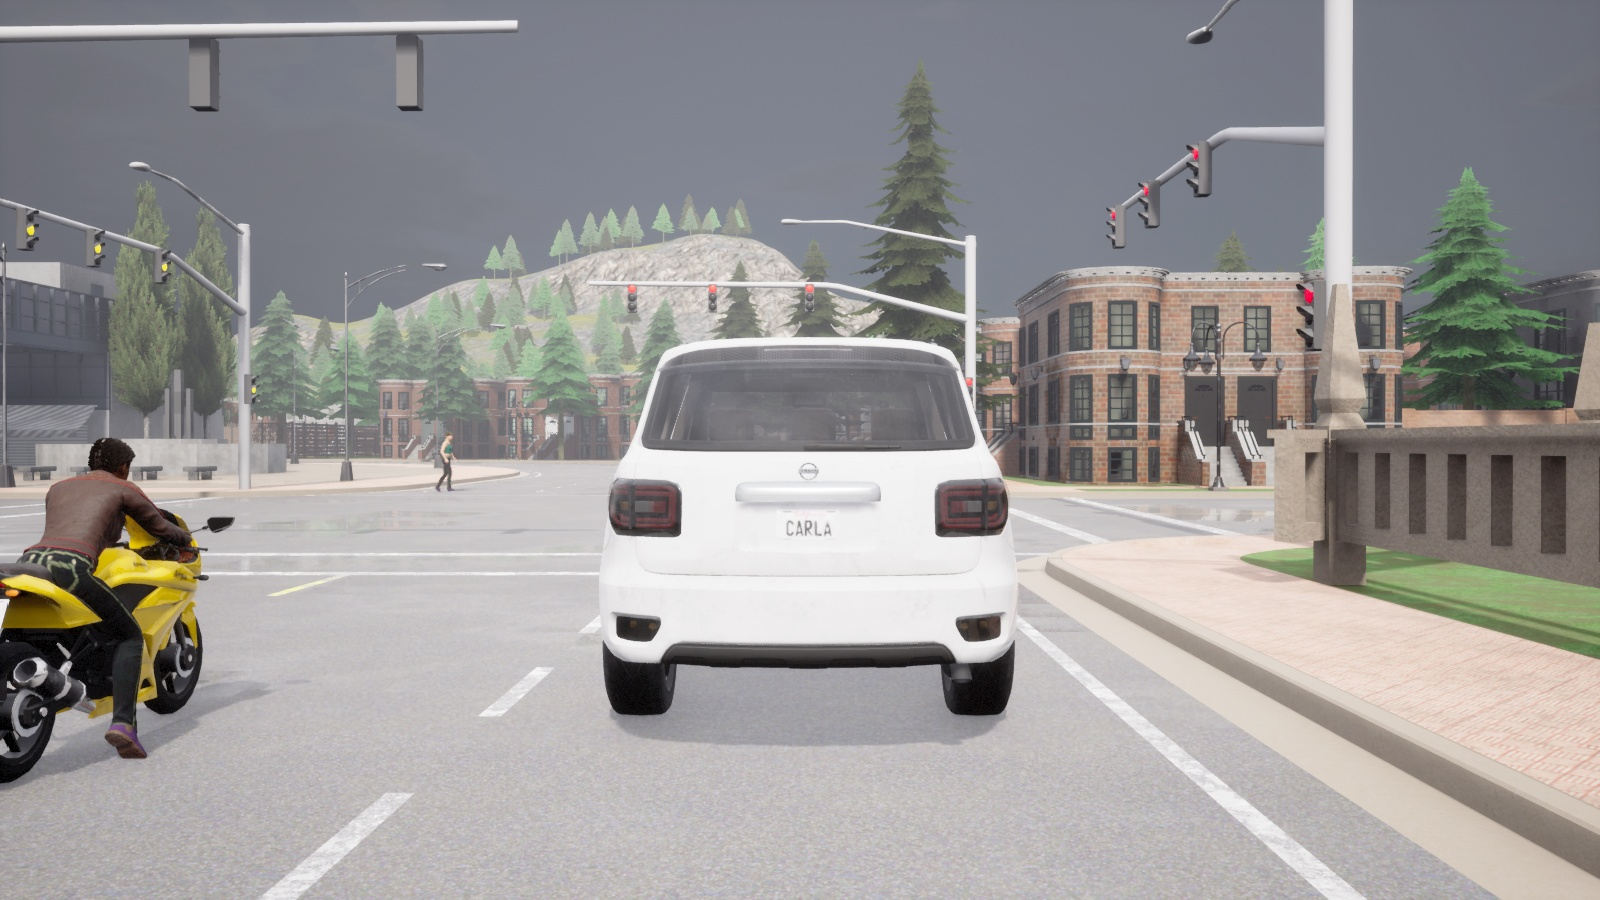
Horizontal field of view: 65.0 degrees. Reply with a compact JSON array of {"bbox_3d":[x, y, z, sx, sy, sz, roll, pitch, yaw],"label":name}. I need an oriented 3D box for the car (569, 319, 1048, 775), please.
[{"bbox_3d":[0.058,0.418,8.421,2.150,2.045,5.566,0,0,0],"label":"car"}]

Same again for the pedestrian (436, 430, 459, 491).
[{"bbox_3d":[-10.679,0.311,38.077,0.594,1.836,0.345,0,0,2],"label":"pedestrian"}]

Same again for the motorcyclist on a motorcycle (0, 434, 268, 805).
[{"bbox_3d":[-3.453,0.691,6.178,0.797,1.523,2.044,0,0,0],"label":"motorcyclist on a motorcycle"}]
